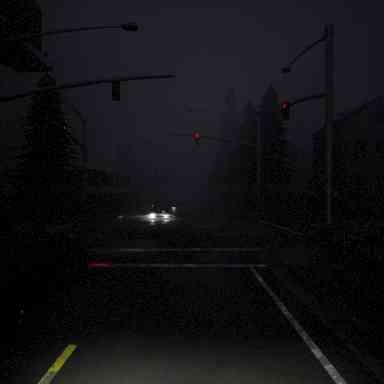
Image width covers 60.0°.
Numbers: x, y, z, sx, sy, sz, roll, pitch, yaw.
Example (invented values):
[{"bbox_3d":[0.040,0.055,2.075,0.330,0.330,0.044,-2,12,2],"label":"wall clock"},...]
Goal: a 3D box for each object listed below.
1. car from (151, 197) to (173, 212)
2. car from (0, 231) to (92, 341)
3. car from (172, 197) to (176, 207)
[{"bbox_3d":[-3.550,1.601,38.211,1.895,1.301,4.718,0,0,0],"label":"car"},{"bbox_3d":[-3.598,1.548,6.739,2.033,1.411,5.357,0,0,0],"label":"car"},{"bbox_3d":[-3.503,1.505,51.314,1.837,1.490,4.892,0,0,0],"label":"car"}]
